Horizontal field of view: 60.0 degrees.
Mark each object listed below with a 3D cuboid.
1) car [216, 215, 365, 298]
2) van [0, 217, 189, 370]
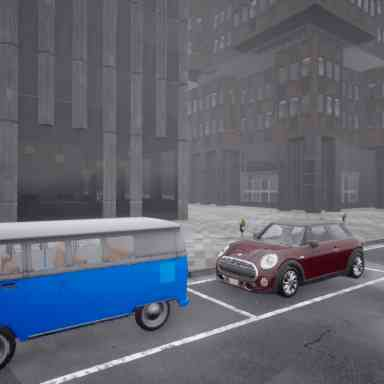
[{"bbox_3d":[2.539,1.441,8.450,4.097,1.590,1.967,0,0,-35],"label":"car"},{"bbox_3d":[-1.962,1.341,5.247,3.998,1.788,1.690,0,0,-35],"label":"van"}]
